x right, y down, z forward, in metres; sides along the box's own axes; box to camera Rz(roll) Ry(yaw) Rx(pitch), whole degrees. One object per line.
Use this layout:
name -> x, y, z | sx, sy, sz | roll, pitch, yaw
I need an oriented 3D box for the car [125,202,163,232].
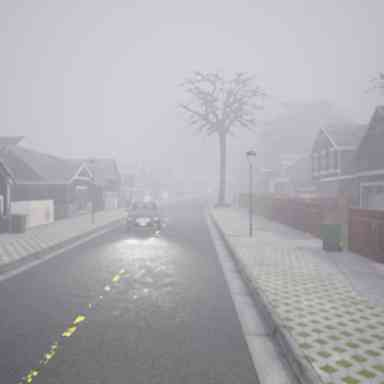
car -> -2.730, 1.329, 19.087 | 2.128, 1.511, 4.902 | 0, 0, -7
